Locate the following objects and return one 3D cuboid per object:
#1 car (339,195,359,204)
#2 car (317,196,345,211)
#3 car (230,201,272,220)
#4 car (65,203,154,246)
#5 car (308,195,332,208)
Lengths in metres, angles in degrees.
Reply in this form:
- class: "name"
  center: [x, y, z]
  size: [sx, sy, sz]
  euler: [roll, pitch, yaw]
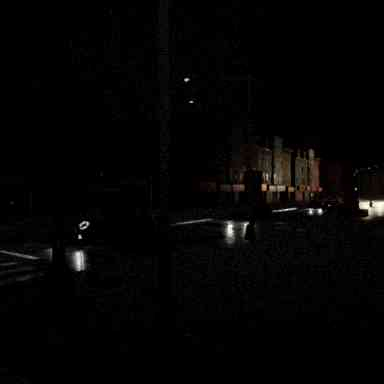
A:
- class: "car"
  center: [22.359, 1.485, 47.100]
  size: [1.895, 1.301, 4.718]
  euler: [-1, 0, 36]
- class: "car"
  center: [16.603, 1.468, 38.986]
  size: [1.994, 1.385, 4.181]
  euler: [-1, 0, 36]
- class: "car"
  center: [5.012, 1.435, 27.786]
  size: [1.882, 1.535, 5.008]
  euler: [-1, 1, 36]
- class: "car"
  center: [-3.898, 1.338, 15.356]
  size: [2.097, 1.767, 4.553]
  euler: [-1, 0, 36]
- class: "car"
  center: [16.870, 1.481, 44.176]
  size: [1.994, 1.385, 4.181]
  euler: [-1, 0, 36]
